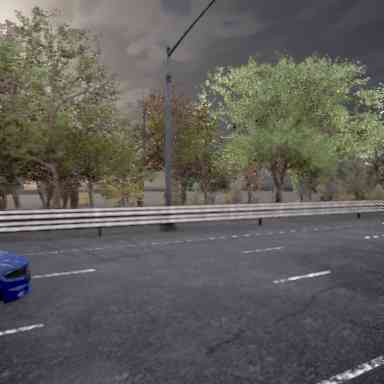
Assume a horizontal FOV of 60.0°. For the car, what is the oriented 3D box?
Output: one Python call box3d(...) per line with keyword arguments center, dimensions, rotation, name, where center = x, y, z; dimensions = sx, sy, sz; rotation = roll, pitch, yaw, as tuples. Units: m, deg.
box3d(center=(-5.542, 1.468, 5.697), dimensions=(5.008, 1.535, 1.882), rotation=(0, 0, -30), name="car")
